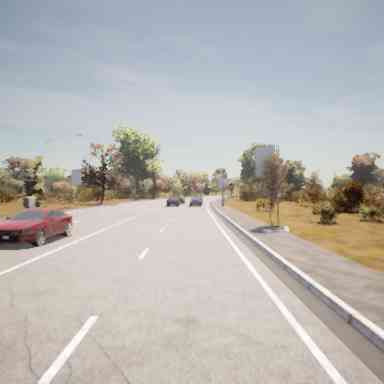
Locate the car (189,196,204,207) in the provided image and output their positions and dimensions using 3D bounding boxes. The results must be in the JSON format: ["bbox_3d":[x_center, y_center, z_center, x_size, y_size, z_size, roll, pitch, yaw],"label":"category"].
[{"bbox_3d":[0.578,1.514,51.985,1.812,1.442,4.674,0,0,3],"label":"car"}]

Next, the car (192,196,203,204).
[{"bbox_3d":[1.089,1.490,62.212,1.837,1.490,4.892,0,0,4],"label":"car"}]

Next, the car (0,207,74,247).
[{"bbox_3d":[-7.049,1.471,15.135,1.882,1.535,5.008,0,0,1],"label":"car"}]

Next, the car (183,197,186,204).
[{"bbox_3d":[-2.406,1.338,62.406,2.097,1.767,4.553,0,0,4],"label":"car"}]

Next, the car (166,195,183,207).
[{"bbox_3d":[-2.921,1.491,52.090,1.837,1.490,4.892,0,0,3],"label":"car"}]
